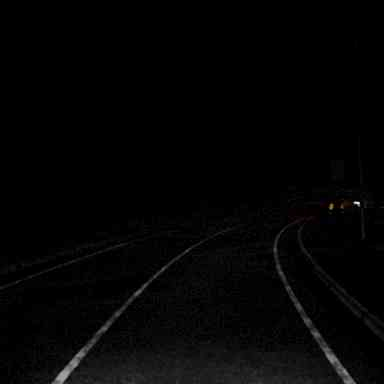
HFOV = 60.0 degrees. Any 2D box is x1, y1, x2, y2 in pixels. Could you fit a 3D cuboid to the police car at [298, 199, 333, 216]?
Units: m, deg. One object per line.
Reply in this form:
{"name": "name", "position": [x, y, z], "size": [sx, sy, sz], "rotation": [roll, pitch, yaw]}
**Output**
{"name": "police car", "position": [12.712, 1.588, 34.758], "size": [1.930, 1.638, 5.238], "rotation": [-4, -2, 37]}

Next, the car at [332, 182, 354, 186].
{"name": "car", "position": [37.183, -1.760, 83.784], "size": [4.892, 1.521, 2.231], "rotation": [0, -5, -2]}

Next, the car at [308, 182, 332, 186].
{"name": "car", "position": [31.667, -1.756, 83.582], "size": [4.892, 1.521, 2.231], "rotation": [0, -5, -2]}

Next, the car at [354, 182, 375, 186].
{"name": "car", "position": [42.723, -1.698, 84.085], "size": [4.674, 1.452, 2.002], "rotation": [0, -5, -3]}

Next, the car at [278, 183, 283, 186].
{"name": "car", "position": [20.731, -1.847, 83.209], "size": [4.553, 1.767, 2.185], "rotation": [0, -5, -2]}

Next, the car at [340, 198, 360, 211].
{"name": "car", "position": [19.169, 1.602, 41.906], "size": [5.366, 1.575, 1.801], "rotation": [0, -4, -43]}

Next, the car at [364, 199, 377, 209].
{"name": "car", "position": [23.397, 1.649, 45.486], "size": [4.674, 1.442, 1.812], "rotation": [0, -4, -37]}
